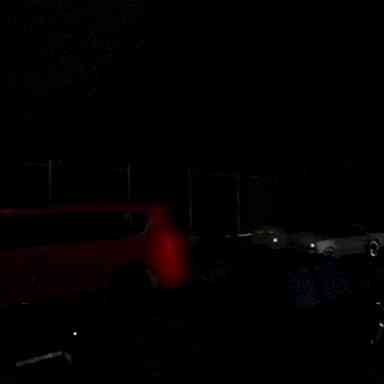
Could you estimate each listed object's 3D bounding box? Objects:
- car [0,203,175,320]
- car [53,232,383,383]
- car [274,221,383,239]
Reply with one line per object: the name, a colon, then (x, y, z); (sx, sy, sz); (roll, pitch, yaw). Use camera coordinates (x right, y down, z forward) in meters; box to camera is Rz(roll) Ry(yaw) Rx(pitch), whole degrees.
car: (-2.909, 1.253, 6.216); (5.566, 2.045, 2.150); (1, -1, -36)
car: (1.100, 1.594, 4.813); (5.357, 1.411, 2.033); (1, -1, -36)
car: (4.973, 1.732, 11.984); (4.718, 1.301, 1.895); (1, -1, -36)
